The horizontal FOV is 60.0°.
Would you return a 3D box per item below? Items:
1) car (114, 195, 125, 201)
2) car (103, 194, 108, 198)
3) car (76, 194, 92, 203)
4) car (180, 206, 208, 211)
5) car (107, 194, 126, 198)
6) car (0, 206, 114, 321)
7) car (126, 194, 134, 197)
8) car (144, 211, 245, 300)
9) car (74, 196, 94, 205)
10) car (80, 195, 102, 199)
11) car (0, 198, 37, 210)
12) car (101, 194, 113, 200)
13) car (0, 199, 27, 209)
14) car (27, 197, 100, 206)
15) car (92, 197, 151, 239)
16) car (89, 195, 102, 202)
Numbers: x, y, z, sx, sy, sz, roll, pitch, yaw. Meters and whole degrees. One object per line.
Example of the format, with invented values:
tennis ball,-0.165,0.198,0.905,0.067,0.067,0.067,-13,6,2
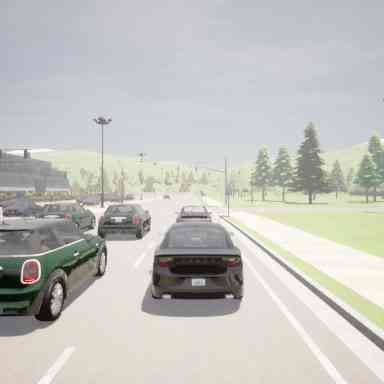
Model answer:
car,-19.641,1.477,90.222,1.882,1.535,5.008,0,0,0
car,-19.664,1.552,75.432,1.994,1.385,4.181,0,0,0
car,-23.170,1.355,71.476,2.097,1.767,4.553,0,0,0
car,0.096,1.491,17.896,2.128,1.511,4.902,0,0,0
car,-16.170,1.500,71.721,1.837,1.490,4.892,0,0,0
car,-3.389,1.352,7.428,2.097,1.767,4.553,0,0,0
car,-16.148,1.355,85.634,2.097,1.767,4.553,0,0,0
car,0.112,1.478,8.478,1.882,1.535,5.008,0,0,0
car,-19.834,1.504,61.346,1.837,1.490,4.892,0,0,2
car,-16.120,1.525,53.123,1.812,1.442,4.674,0,0,-1
car,-22.617,1.564,43.061,1.994,1.385,4.181,0,0,38
car,-23.140,1.355,90.799,2.097,1.767,4.553,0,0,0
car,-15.324,1.564,30.275,1.994,1.385,4.181,0,0,-2
car,-6.919,1.352,18.531,2.097,1.767,4.553,0,0,0
car,-3.415,1.352,17.551,2.097,1.767,4.553,0,0,0
car,-23.157,1.552,79.806,1.994,1.385,4.181,0,0,0
